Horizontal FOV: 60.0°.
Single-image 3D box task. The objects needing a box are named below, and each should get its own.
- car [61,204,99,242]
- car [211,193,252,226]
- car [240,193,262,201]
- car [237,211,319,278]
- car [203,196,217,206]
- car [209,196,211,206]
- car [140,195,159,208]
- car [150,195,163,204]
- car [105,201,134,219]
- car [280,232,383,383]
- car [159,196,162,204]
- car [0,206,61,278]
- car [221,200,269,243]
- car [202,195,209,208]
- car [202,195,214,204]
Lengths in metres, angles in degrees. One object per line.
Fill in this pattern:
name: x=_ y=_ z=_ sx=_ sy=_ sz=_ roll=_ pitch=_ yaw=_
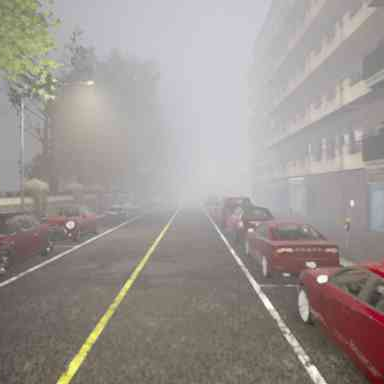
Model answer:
car: x=-5.717 y=1.346 z=15.348 sx=1.967 sy=1.590 sz=4.097 roll=0 pitch=0 yaw=0
car: x=2.653 y=1.184 z=20.994 sx=2.192 sy=1.841 sz=5.009 roll=0 pitch=0 yaw=0
car: x=14.471 y=1.123 z=81.791 sx=5.009 sy=1.841 sz=2.192 roll=1 pitch=0 yaw=0
car: x=2.674 y=1.482 z=9.736 sx=1.887 sy=1.381 sz=4.507 roll=0 pitch=0 yaw=0
car: x=2.603 y=1.272 z=49.147 sx=1.947 sy=1.339 sz=4.313 roll=0 pitch=0 yaw=0
car: x=2.644 y=1.275 z=26.625 sx=1.967 sy=1.590 sz=4.097 roll=0 pitch=0 yaw=0
car: x=-5.767 y=1.266 z=43.330 sx=1.752 sy=1.417 sz=4.829 roll=0 pitch=0 yaw=0
car: x=-5.787 y=1.205 z=54.591 sx=1.752 sy=1.417 sz=4.829 roll=0 pitch=0 yaw=0
car: x=-5.736 y=1.388 z=26.610 sx=2.008 sy=1.369 sz=4.403 roll=0 pitch=0 yaw=0
car: x=2.685 y=1.517 z=4.105 sx=1.887 sy=1.381 sz=4.507 roll=0 pitch=0 yaw=0
car: x=-5.777 y=1.259 z=49.131 sx=2.008 sy=1.369 sz=4.403 roll=0 pitch=0 yaw=0
car: x=-5.707 y=1.380 z=9.720 sx=1.967 sy=1.590 sz=4.097 roll=0 pitch=0 yaw=0
car: x=2.664 y=1.343 z=15.364 sx=1.967 sy=1.590 sz=4.097 roll=0 pitch=0 yaw=0
car: x=2.613 y=1.177 z=43.515 sx=1.967 sy=1.590 sz=4.097 roll=0 pitch=0 yaw=0
car: x=2.592 y=1.201 z=54.948 sx=1.752 sy=1.417 sz=4.829 roll=0 pitch=0 yaw=0
